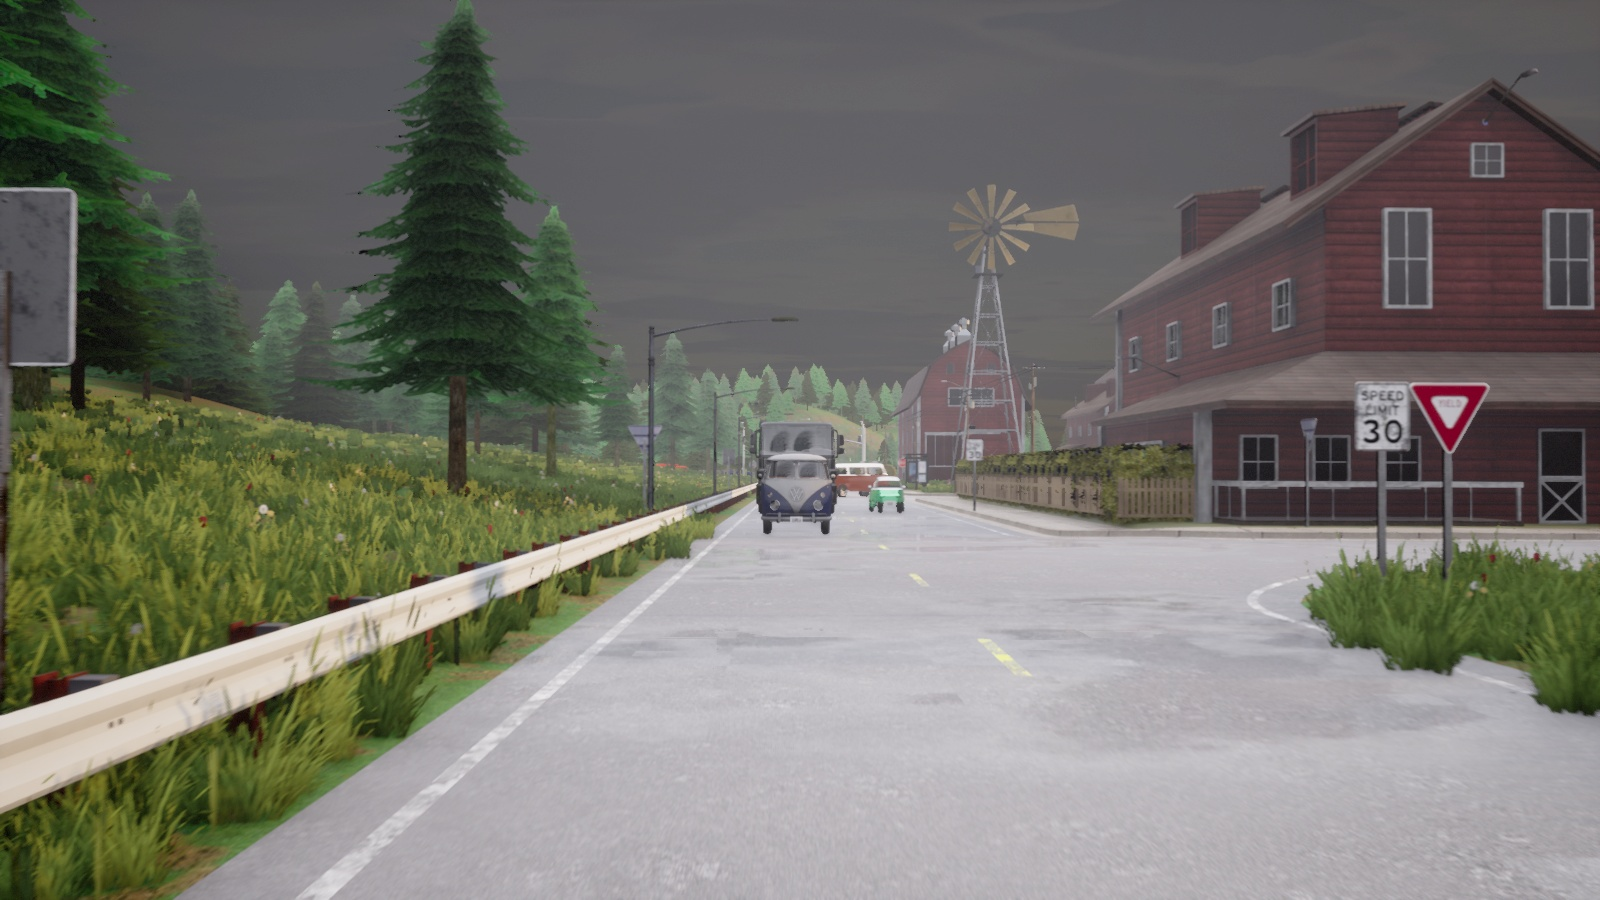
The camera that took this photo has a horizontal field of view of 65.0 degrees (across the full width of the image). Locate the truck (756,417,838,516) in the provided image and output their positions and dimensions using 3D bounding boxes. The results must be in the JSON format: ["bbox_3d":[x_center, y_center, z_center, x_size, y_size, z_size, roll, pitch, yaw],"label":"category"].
[{"bbox_3d":[-0.121,0.639,48.178,2.891,3.462,7.936,0,-1,0],"label":"truck"}]

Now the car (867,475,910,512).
[{"bbox_3d":[3.383,1.664,48.292,1.481,1.376,2.207,0,-1,0],"label":"car"}]

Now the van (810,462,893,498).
[{"bbox_3d":[3.039,1.772,74.503,4.480,2.038,2.069,0,-2,-30],"label":"van"}]

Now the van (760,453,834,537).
[{"bbox_3d":[-0.079,1.106,32.194,1.775,1.987,4.442,0,-1,0],"label":"van"}]
